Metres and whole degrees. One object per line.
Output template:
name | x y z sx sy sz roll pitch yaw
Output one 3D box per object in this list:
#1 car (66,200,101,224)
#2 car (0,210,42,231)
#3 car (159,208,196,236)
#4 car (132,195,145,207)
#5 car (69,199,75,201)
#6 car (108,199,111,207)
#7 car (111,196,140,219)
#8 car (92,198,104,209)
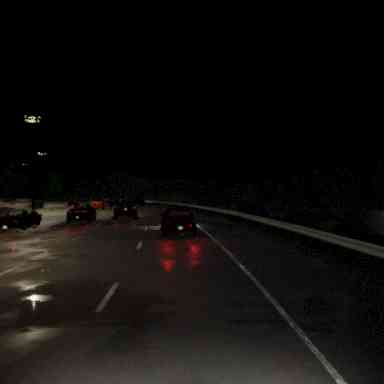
car | -9.063 1.721 27.483 2.128 1.511 4.902 0 0 -10
car | -11.652 1.840 22.390 1.895 1.301 4.718 -1 0 -8
car | -0.850 1.618 18.972 1.812 1.442 4.674 0 0 -7
car | -10.057 1.603 60.197 2.150 2.045 5.566 0 0 -21
car | -21.134 2.038 58.939 1.812 1.442 4.674 0 0 -21
car | -14.123 1.909 60.204 1.882 1.535 5.008 0 0 -21
car | -6.280 1.564 31.545 2.097 1.767 4.553 -1 0 -11
car | -14.937 1.758 51.962 2.097 1.767 4.553 -1 0 -18
